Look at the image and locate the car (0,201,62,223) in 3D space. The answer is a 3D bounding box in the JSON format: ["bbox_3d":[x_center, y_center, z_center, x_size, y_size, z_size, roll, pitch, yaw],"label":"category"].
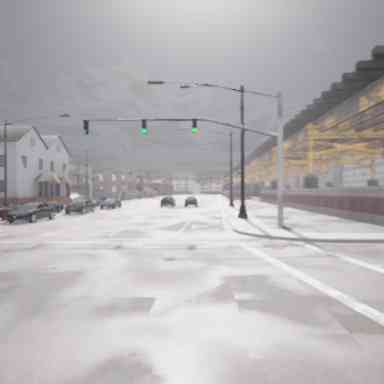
[{"bbox_3d":[-12.478,1.549,26.156,1.837,1.490,4.892,0,0,4],"label":"car"}]

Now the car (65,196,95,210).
[{"bbox_3d":[-14.654,1.388,43.893,2.097,1.767,4.553,0,0,4],"label":"car"}]

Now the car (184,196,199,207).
[{"bbox_3d":[-0.073,1.442,49.997,1.837,1.490,4.892,0,0,4],"label":"car"}]

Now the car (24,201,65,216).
[{"bbox_3d":[-15.331,1.652,34.902,1.895,1.301,4.718,0,0,4],"label":"car"}]

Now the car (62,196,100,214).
[{"bbox_3d":[-11.785,1.533,35.384,1.837,1.490,4.892,0,0,4],"label":"car"}]

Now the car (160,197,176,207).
[{"bbox_3d":[-3.564,1.436,50.258,1.882,1.535,5.008,0,0,4],"label":"car"}]

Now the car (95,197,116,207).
[{"bbox_3d":[-13.892,1.544,53.676,1.812,1.442,4.674,0,0,5],"label":"car"}]

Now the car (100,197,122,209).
[{"bbox_3d":[-11.016,1.536,45.643,1.812,1.442,4.674,0,0,5],"label":"car"}]
